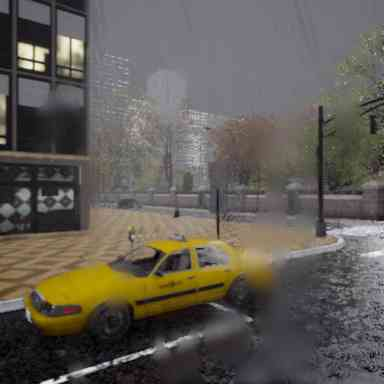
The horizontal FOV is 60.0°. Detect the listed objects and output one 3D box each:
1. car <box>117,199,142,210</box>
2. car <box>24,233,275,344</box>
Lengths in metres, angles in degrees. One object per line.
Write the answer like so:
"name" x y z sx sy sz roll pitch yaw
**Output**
"car" -8.114 1.574 42.881 1.812 1.442 4.674 0 0 -34
"car" -0.481 1.515 6.372 4.829 1.417 1.752 0 0 -36
